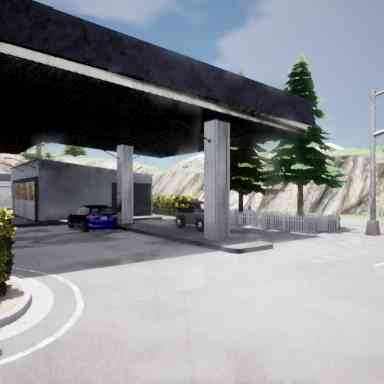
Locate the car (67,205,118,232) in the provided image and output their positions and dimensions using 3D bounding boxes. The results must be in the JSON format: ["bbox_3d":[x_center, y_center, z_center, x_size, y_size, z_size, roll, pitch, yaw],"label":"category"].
[{"bbox_3d":[-6.675,1.672,22.129,2.242,1.667,4.611,0,0,-37],"label":"car"}]

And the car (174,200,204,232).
[{"bbox_3d":[0.456,1.505,21.989,1.905,1.878,3.866,0,0,-36],"label":"car"}]
